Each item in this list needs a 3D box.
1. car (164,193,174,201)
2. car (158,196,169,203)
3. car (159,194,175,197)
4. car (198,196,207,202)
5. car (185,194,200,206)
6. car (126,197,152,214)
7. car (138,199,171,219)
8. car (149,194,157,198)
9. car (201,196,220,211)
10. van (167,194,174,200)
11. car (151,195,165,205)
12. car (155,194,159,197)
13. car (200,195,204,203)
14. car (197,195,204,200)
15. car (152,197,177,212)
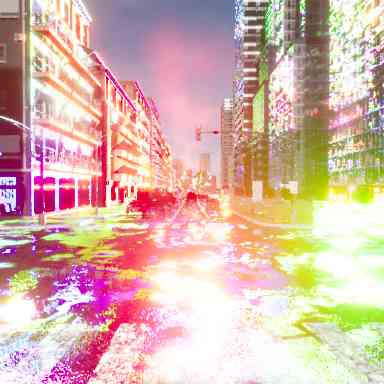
[{"bbox_3d":[-5.965,1.322,86.196,2.192,1.841,5.009,-1,0,0],"label":"car"},{"bbox_3d":[-5.909,1.584,69.249,1.802,1.307,4.206,-1,0,0],"label":"car"},{"bbox_3d":[-3.236,1.488,49.189,2.128,1.511,4.902,0,0,0],"label":"car"},{"bbox_3d":[2.420,1.548,74.980,1.887,1.381,4.507,-1,0,0],"label":"car"},{"bbox_3d":[-0.062,1.500,53.691,1.837,1.490,4.892,0,-1,0],"label":"car"},{"bbox_3d":[-5.807,1.540,35.355,1.887,1.381,4.507,-1,0,0],"label":"car"},{"bbox_3d":[-3.187,1.560,29.141,1.994,1.385,4.181,0,0,0],"label":"car"},{"bbox_3d":[-5.826,1.436,41.004,1.967,1.590,4.097,-1,0,0],"label":"car"},{"bbox_3d":[2.522,1.541,41.086,1.887,1.381,4.507,-1,0,0],"label":"car"},{"bbox_3d":[-5.981,1.351,91.843,1.690,1.788,3.998,-1,0,0],"label":"van"},{"bbox_3d":[-5.877,1.439,57.950,1.967,1.590,4.097,-1,0,0],"label":"car"},{"bbox_3d":[-5.862,1.312,52.302,2.192,1.841,5.009,-1,0,0],"label":"car"},{"bbox_3d":[2.454,1.551,63.682,2.008,1.369,4.403,-1,0,0],"label":"car"},{"bbox_3d":[2.368,1.535,92.098,1.752,1.417,4.829,-1,0,0],"label":"car"},{"bbox_3d":[-3.206,1.560,39.067,1.994,1.385,4.181,0,0,0],"label":"car"}]
